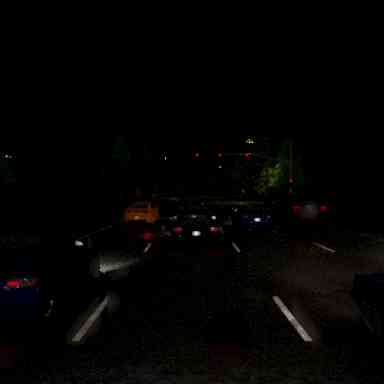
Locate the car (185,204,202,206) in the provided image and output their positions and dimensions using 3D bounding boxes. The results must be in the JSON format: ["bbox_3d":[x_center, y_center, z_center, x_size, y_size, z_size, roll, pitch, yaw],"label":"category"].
[{"bbox_3d":[0.102,1.489,22.834,1.994,1.385,4.181,0,0,0],"label":"car"}]

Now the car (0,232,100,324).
[{"bbox_3d":[-3.399,1.541,7.071,1.994,1.385,4.181,0,0,0],"label":"car"}]

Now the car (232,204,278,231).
[{"bbox_3d":[3.601,1.497,20.323,1.994,1.385,4.181,0,0,0],"label":"car"}]

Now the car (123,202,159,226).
[{"bbox_3d":[-3.398,1.403,22.901,1.882,1.535,5.008,0,0,0],"label":"car"}]

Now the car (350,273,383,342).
[{"bbox_3d":[3.600,1.589,3.499,1.895,1.301,4.718,0,0,0],"label":"car"}]

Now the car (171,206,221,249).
[{"bbox_3d":[0.115,1.517,14.431,1.994,1.385,4.181,0,0,-1],"label":"car"}]

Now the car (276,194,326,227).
[{"bbox_3d":[7.102,1.149,22.464,2.150,2.045,5.566,0,0,0],"label":"car"}]
